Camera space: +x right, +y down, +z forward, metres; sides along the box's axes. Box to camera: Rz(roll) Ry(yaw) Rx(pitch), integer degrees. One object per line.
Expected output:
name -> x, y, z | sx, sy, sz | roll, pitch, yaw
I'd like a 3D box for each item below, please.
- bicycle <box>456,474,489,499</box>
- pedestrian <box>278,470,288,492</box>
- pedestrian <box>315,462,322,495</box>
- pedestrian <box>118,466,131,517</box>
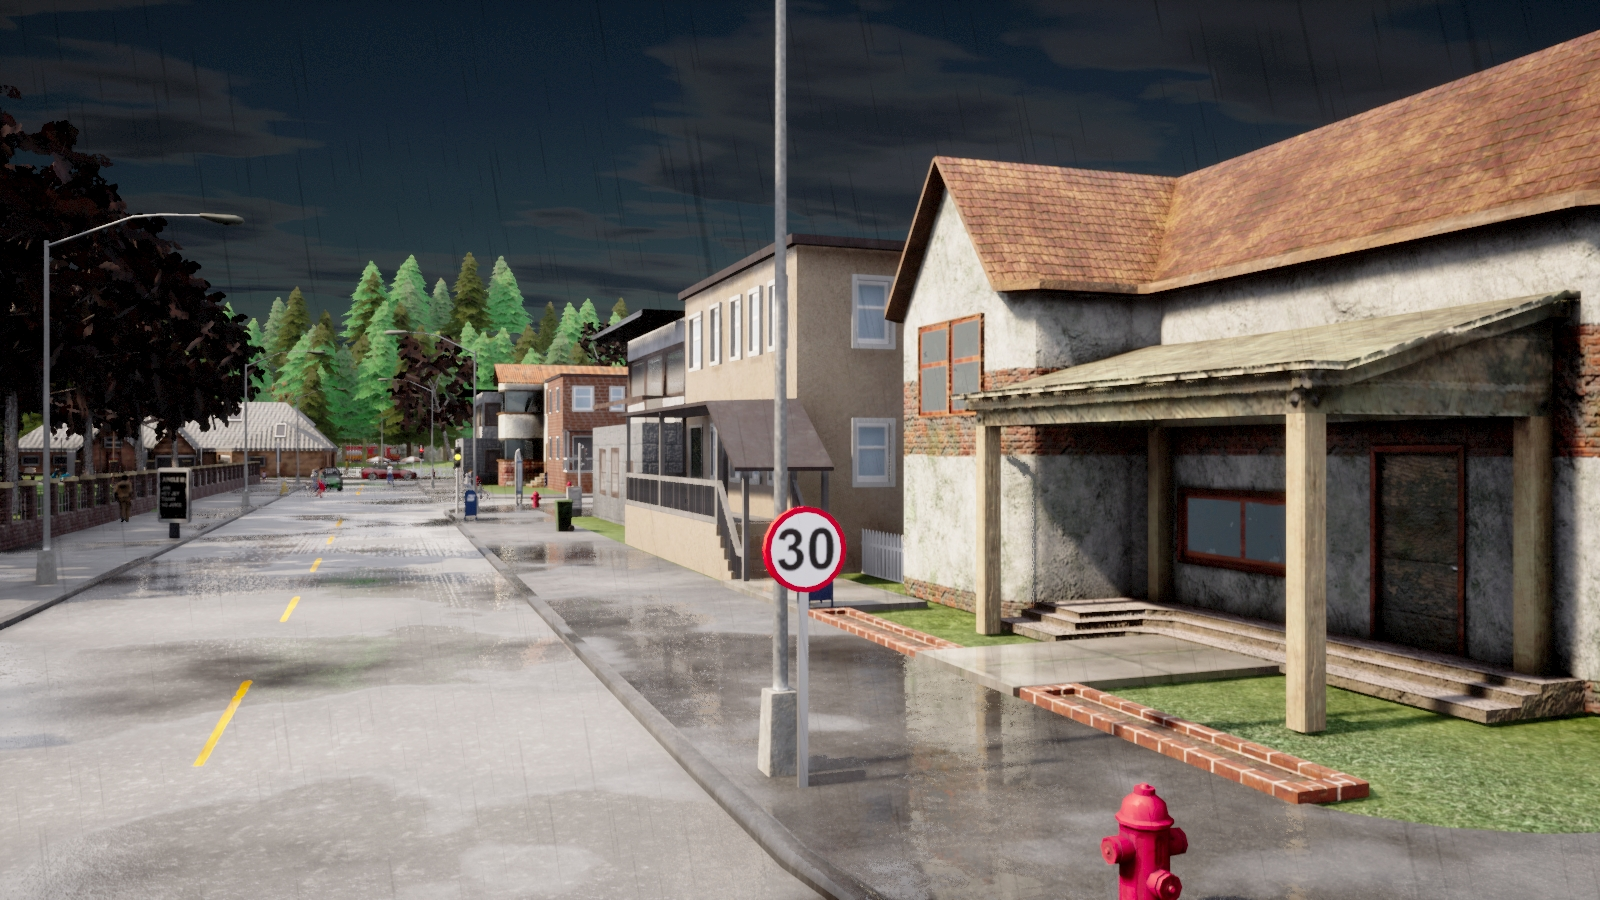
bicycle -> -17.345, 1.936, 60.506 | 1.643, 1.296, 0.373 | 0, -3, 4
pedestrian -> -30.320, 1.807, 67.004 | 0.375, 1.300, 0.375 | 0, 0, 3
pedestrian -> -27.380, 1.628, 64.943 | 0.375, 1.860, 0.375 | 0, 0, -25
pedestrian -> -24.721, 1.525, 41.812 | 0.375, 1.860, 0.375 | 0, 0, -20
